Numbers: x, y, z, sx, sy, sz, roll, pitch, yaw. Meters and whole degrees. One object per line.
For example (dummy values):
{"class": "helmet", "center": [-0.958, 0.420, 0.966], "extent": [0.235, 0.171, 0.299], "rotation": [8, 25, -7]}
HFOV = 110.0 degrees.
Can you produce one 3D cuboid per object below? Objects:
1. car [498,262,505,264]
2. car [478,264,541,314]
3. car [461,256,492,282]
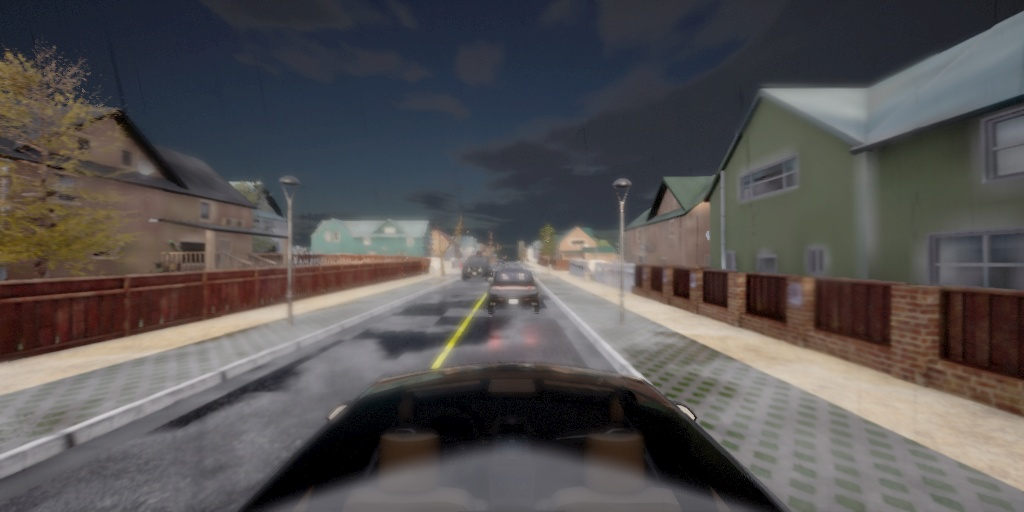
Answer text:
{"class": "car", "center": [0.058, 1.356, 26.987], "extent": [1.895, 1.301, 4.718], "rotation": [0, 0, 0]}
{"class": "car", "center": [0.070, 1.239, 13.824], "extent": [2.128, 1.511, 4.902], "rotation": [0, 0, 0]}
{"class": "car", "center": [-2.812, 0.981, 29.859], "extent": [2.150, 2.045, 5.566], "rotation": [0, 0, 0]}
